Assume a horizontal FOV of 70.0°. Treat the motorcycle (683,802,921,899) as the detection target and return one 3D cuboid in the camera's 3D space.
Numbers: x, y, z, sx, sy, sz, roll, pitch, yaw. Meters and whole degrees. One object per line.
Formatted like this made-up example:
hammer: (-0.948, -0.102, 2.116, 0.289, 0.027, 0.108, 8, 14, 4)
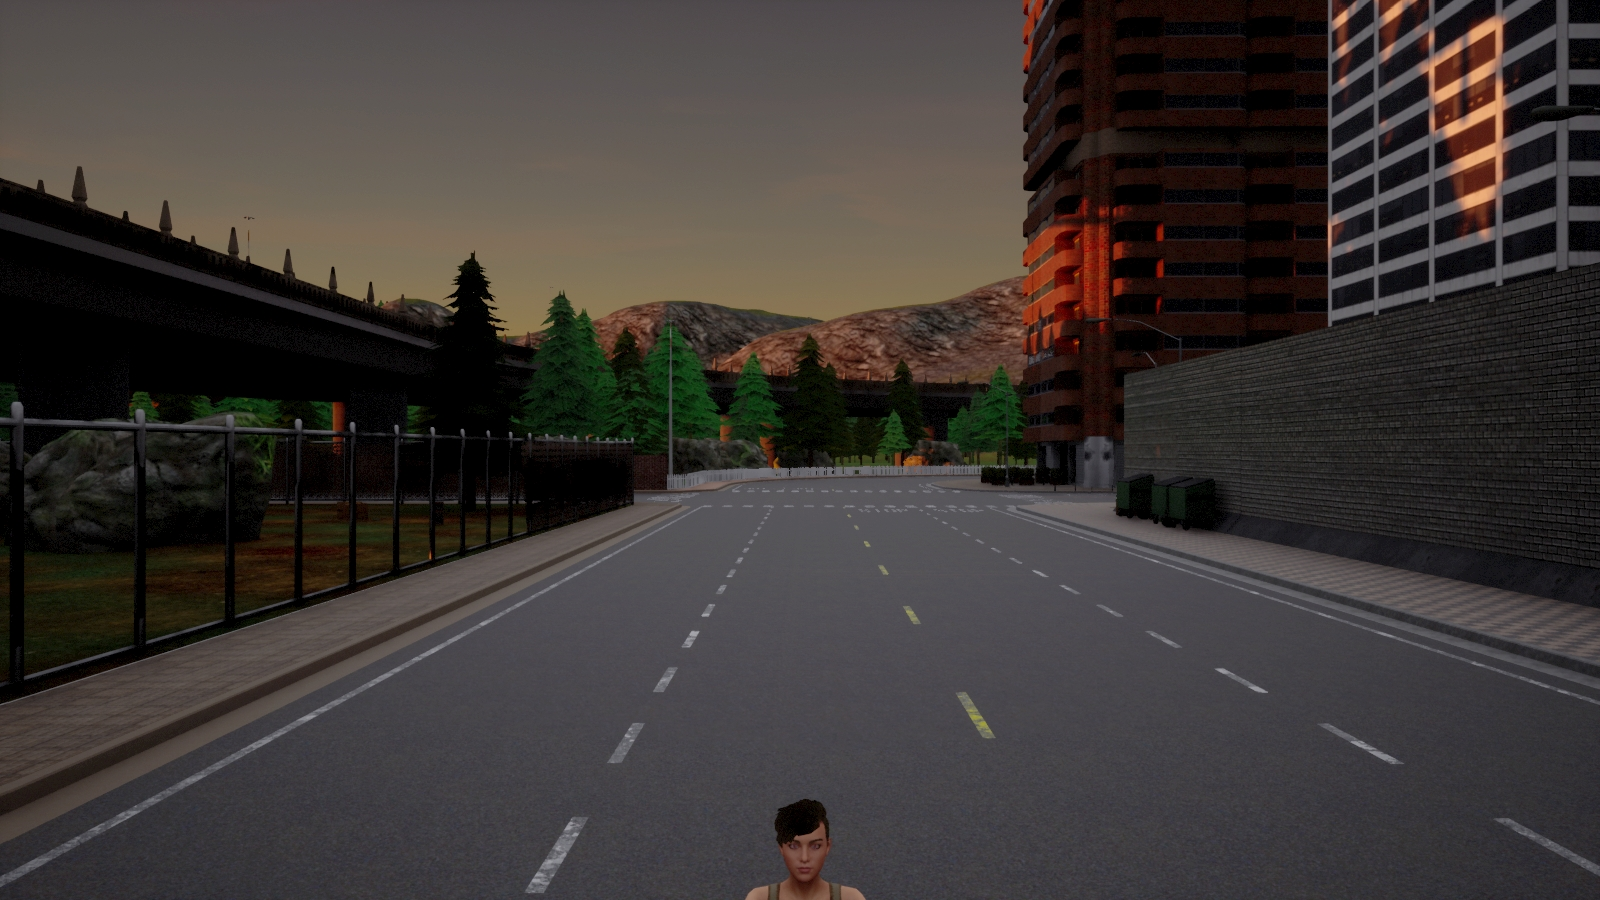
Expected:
motorcycle: (0.006, 2.099, 3.507, 0.764, 1.307, 2.356, 0, 0, 0)
